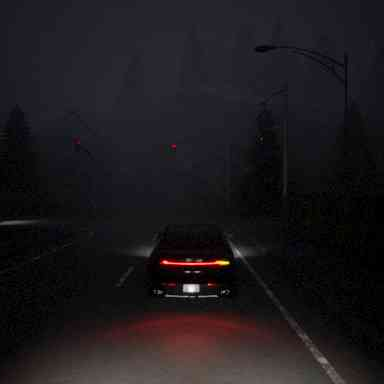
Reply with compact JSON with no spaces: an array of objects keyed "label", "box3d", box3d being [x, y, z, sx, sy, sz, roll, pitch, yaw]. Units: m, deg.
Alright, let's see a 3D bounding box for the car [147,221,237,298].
[{"label":"car","box3d":[0.028,1.505,8.477,1.837,1.490,4.892,0,0,1]}]
